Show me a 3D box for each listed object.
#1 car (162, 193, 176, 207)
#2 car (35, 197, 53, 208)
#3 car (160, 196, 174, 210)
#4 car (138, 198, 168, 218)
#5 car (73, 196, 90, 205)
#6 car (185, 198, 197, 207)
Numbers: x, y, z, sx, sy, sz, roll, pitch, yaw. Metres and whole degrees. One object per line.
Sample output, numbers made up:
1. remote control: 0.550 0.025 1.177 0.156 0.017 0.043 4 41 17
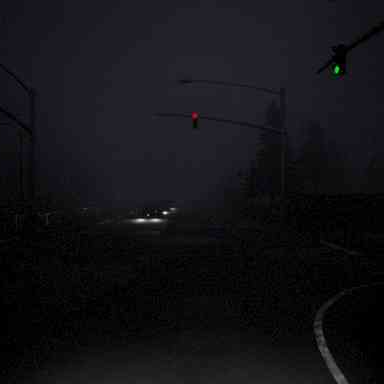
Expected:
1. car: -3.678 1.221 51.019 2.150 2.045 5.566 0 0 -2
2. car: -20.631 1.384 45.590 1.970 1.475 3.806 0 0 0
3. car: -3.703 1.547 40.666 2.033 1.411 5.357 0 0 0
4. car: -3.682 1.547 30.561 2.033 1.411 5.357 0 0 0
5. car: -17.597 1.374 52.990 1.845 1.501 3.633 0 0 0
6. car: -0.137 1.601 51.214 1.895 1.301 4.718 0 0 0
